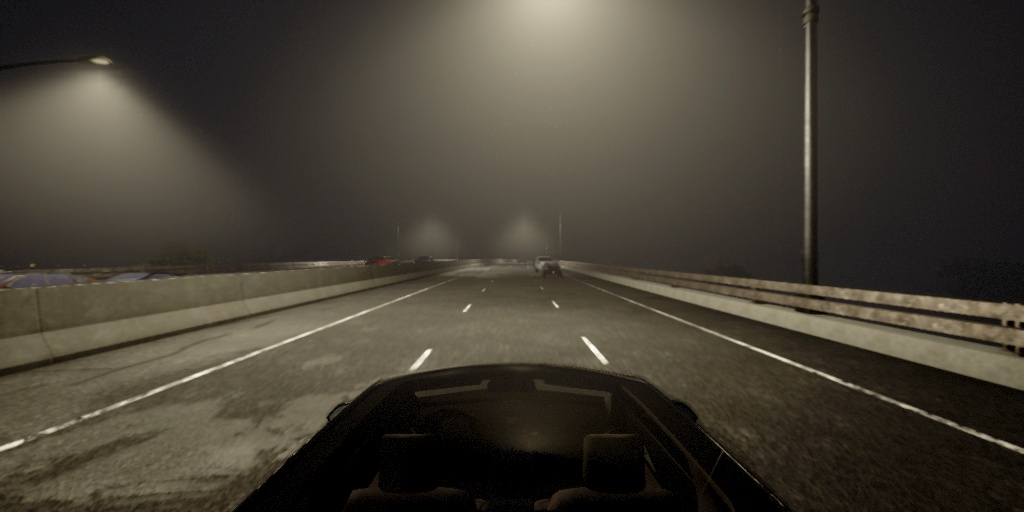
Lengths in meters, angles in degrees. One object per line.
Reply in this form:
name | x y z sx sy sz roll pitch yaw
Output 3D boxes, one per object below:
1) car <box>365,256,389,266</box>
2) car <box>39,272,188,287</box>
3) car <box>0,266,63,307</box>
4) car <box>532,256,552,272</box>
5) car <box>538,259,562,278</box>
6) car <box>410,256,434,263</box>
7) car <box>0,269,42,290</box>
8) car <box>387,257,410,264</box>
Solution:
car | -20.246 0.999 54.715 2.150 2.045 5.566 0 0 2
car | -14.048 1.295 13.563 1.994 1.385 4.181 0 0 0
car | -21.048 1.214 13.481 2.128 1.511 4.902 0 0 0
car | 4.040 1.007 45.800 2.150 2.045 5.566 0 0 1
car | 3.799 1.292 34.848 1.812 1.442 4.674 0 0 1
car | -13.251 1.010 54.534 2.150 2.045 5.566 0 0 2
car | -17.562 1.273 12.869 2.033 1.411 5.357 0 0 0
car | -16.748 1.269 54.729 2.128 1.511 4.902 0 0 2
